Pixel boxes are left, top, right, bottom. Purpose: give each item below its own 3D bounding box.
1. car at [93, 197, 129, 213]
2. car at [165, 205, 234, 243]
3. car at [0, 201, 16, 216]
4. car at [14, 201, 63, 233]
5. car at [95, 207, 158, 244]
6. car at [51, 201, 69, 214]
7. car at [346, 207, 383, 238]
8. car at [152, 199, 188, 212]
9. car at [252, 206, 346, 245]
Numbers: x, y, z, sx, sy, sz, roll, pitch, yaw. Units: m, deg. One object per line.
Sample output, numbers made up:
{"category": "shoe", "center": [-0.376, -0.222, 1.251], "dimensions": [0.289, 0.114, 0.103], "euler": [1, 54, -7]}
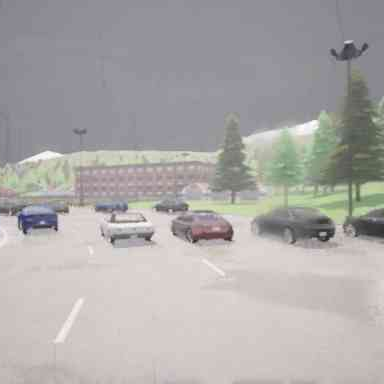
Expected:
{"category": "car", "center": [-8.848, 1.416, 36.023], "dimensions": [4.553, 1.767, 2.097], "euler": [-1, 0, 44]}
{"category": "car", "center": [0.345, 1.536, 16.018], "dimensions": [1.994, 1.385, 4.181], "euler": [-1, 0, -20]}
{"category": "car", "center": [-18.858, 1.705, 34.873], "dimensions": [4.892, 1.490, 1.837], "euler": [0, -1, 34]}
{"category": "car", "center": [-9.613, 1.575, 20.593], "dimensions": [1.882, 1.535, 5.008], "euler": [0, 0, -32]}
{"category": "car", "center": [-3.317, 1.621, 16.181], "dimensions": [1.895, 1.301, 4.718], "euler": [-1, 0, -23]}
{"category": "car", "center": [-15.388, 1.715, 36.604], "dimensions": [4.181, 1.385, 1.994], "euler": [-1, 0, 37]}
{"category": "car", "center": [8.531, 1.372, 14.113], "dimensions": [1.837, 1.490, 4.892], "euler": [0, 0, -13]}
{"category": "car", "center": [-2.248, 1.487, 34.170], "dimensions": [1.837, 1.490, 4.892], "euler": [0, 0, -39]}
{"category": "car", "center": [4.456, 1.422, 15.356], "dimensions": [1.837, 1.490, 4.892], "euler": [0, 0, -16]}
